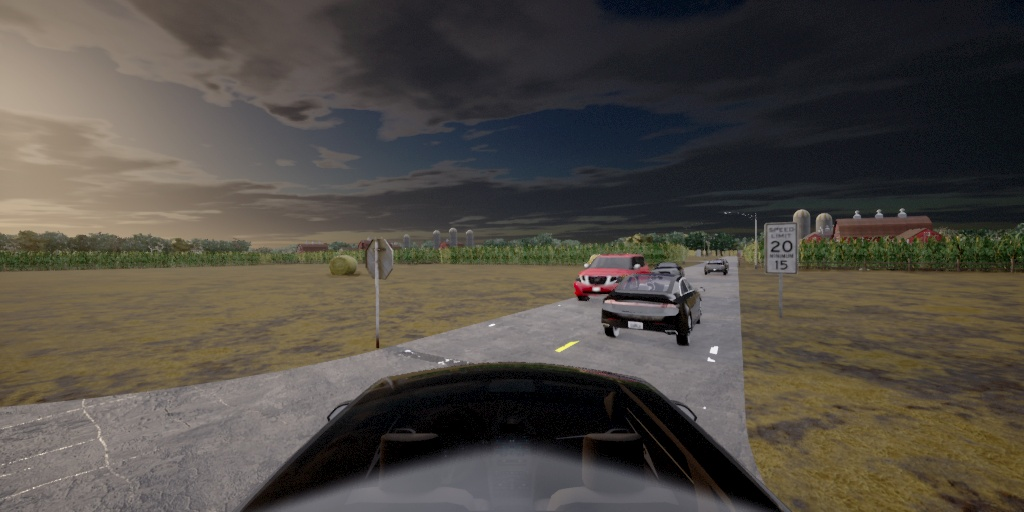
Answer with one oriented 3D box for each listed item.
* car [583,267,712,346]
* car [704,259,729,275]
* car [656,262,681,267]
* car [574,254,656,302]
[{"bbox_3d":[3.852,1.212,9.488,2.128,1.511,4.902,0,0,32],"label":"car"},{"bbox_3d":[20.325,1.076,35.627,2.128,1.511,4.902,0,0,33],"label":"car"},{"bbox_3d":[12.373,1.193,28.390,1.994,1.385,4.181,0,0,32],"label":"car"},{"bbox_3d":[4.724,0.912,16.233,2.150,2.045,5.566,0,1,32],"label":"car"}]
